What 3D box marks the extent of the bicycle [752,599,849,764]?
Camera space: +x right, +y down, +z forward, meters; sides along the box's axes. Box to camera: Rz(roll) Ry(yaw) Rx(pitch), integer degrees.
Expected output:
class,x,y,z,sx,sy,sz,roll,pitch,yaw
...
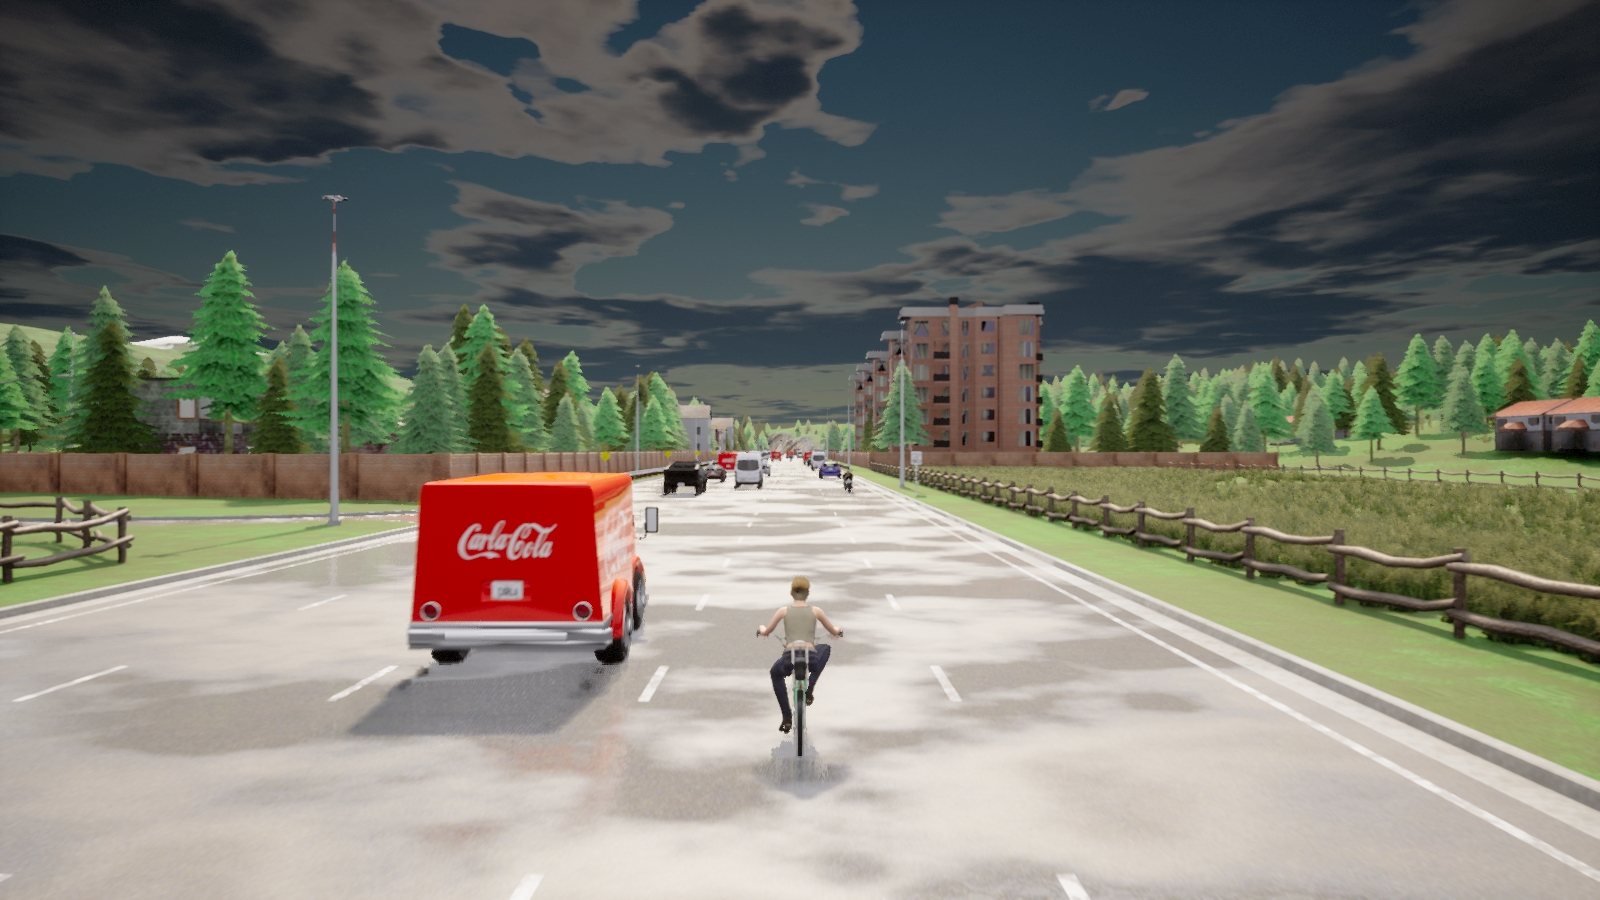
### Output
class,x,y,z,sx,sy,sz,roll,pitch,yaw
bicycle,0.000,2.158,10.918,0.859,1.276,1.487,0,0,0

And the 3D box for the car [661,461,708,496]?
class,x,y,z,sx,sy,sz,roll,pitch,yaw
car,-7.301,1.755,73.004,2.390,2.098,6.274,0,0,0

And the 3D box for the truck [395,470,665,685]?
class,x,y,z,sx,sy,sz,roll,pitch,yaw
truck,-3.525,1.571,16.251,2.627,2.467,5.204,0,0,0

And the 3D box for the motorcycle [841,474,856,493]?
class,x,y,z,sx,sy,sz,roll,pitch,yaw
motorcycle,3.183,2.206,75.646,0.867,1.251,2.209,0,0,0
